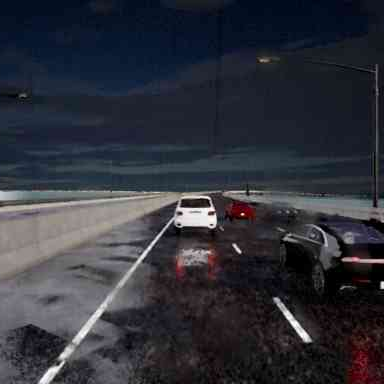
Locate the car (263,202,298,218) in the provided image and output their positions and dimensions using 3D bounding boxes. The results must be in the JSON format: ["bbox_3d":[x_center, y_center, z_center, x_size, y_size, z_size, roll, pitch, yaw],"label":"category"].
[{"bbox_3d":[7.248,1.559,27.582,2.033,1.411,5.357,0,0,1],"label":"car"}]

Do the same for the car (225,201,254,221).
[{"bbox_3d":[3.744,1.489,26.915,1.882,1.535,5.008,0,0,1],"label":"car"}]

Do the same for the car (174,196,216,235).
[{"bbox_3d":[0.160,1.231,19.023,2.150,2.045,5.566,0,0,0],"label":"car"}]

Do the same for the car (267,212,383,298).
[{"bbox_3d":[3.621,1.497,8.527,2.128,1.511,4.902,0,0,0],"label":"car"}]

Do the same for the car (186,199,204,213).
[{"bbox_3d":[0.392,1.557,39.236,2.033,1.411,5.357,0,0,1],"label":"car"}]
